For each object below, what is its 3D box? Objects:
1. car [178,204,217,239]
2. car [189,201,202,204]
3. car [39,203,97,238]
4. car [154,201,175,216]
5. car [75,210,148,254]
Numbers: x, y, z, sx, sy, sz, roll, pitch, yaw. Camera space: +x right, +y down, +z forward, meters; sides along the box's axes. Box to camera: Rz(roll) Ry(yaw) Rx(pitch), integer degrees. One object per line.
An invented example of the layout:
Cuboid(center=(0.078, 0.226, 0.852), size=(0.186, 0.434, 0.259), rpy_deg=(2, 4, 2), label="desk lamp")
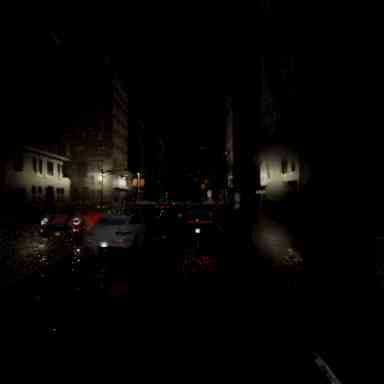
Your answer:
Cuboid(center=(0.288, 1.607, 18.187), size=(1.837, 1.490, 4.892), rpy_deg=(0, -1, 0), label="car")
Cuboid(center=(0.393, 1.730, 35.347), size=(1.812, 1.442, 4.674), rpy_deg=(0, 0, 0), label="car")
Cuboid(center=(-6.411, 1.433, 18.122), size=(2.097, 1.767, 4.553), rpy_deg=(0, 0, 0), label="car")
Cuboid(center=(-2.852, 1.681, 34.638), size=(2.128, 1.511, 4.902), rpy_deg=(0, 0, 0), label="car")
Cuboid(center=(-2.993, 1.593, 13.697), size=(1.812, 1.442, 4.674), rpy_deg=(0, 0, 0), label="car")
